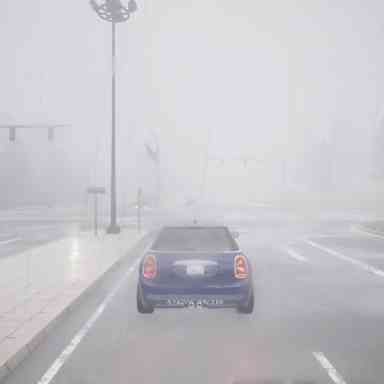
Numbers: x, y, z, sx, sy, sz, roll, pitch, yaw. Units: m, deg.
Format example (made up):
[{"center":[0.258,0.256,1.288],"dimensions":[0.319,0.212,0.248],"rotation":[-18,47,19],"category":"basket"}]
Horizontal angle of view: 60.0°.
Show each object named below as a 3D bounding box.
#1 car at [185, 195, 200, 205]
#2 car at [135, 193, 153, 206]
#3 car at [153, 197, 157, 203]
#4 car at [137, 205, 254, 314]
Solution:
[{"center":[-0.142,1.525,54.610],"dimensions":[1.812,1.442,4.674],"rotation":[0,0,-1],"category":"car"},{"center":[-8.250,1.352,55.971],"dimensions":[2.097,1.767,4.553],"rotation":[0,0,-1],"category":"car"},{"center":[-8.346,1.547,65.586],"dimensions":[2.033,1.411,5.357],"rotation":[0,0,0],"category":"car"},{"center":[0.074,1.352,7.790],"dimensions":[2.097,1.767,4.553],"rotation":[0,0,0],"category":"car"}]
